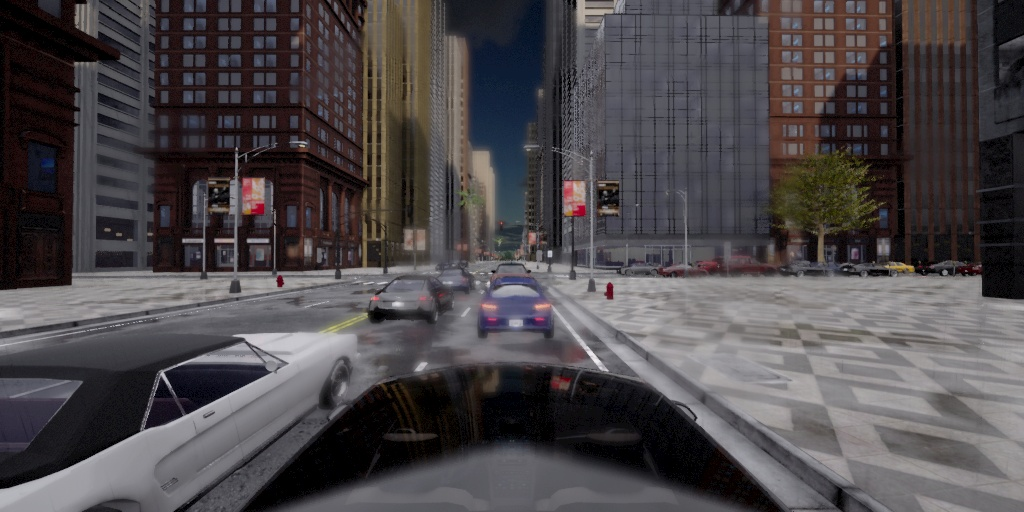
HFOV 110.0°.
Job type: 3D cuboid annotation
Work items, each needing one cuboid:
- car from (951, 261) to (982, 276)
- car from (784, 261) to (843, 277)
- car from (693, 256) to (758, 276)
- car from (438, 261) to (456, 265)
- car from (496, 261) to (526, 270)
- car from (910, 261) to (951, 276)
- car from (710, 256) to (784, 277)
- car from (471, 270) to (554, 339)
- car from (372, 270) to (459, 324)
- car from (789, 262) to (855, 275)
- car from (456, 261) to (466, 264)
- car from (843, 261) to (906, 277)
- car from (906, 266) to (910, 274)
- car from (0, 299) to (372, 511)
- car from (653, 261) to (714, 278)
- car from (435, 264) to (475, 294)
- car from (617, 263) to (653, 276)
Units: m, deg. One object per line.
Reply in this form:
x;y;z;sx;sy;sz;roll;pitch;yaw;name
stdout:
43.445;1.212;32.565;4.507;1.381;1.888;0;0;-1;car
26.533;1.274;32.269;4.313;1.339;1.948;0;0;-1;car
22.516;1.010;37.977;5.566;2.045;2.150;0;-1;-1;car
-9.941;1.544;52.742;1.994;1.385;4.181;0;0;0;car
-0.034;1.135;19.012;2.097;1.767;4.553;0;0;0;car
42.735;1.204;35.178;4.892;1.490;1.837;0;-1;-1;car
20.896;1.040;32.170;5.009;1.841;2.192;0;0;-1;car
0.088;1.284;10.027;1.812;1.442;4.674;0;0;0;car
-3.171;1.327;12.014;1.994;1.385;4.181;0;0;0;car
32.893;1.307;38.146;5.357;1.411;2.033;0;-1;-1;car
-9.937;1.545;63.028;2.128;1.511;4.902;0;0;0;car
32.170;1.259;32.367;4.313;1.339;1.948;0;0;-1;car
43.133;1.294;41.085;4.829;1.417;1.751;0;0;-1;car
-3.156;1.351;3.191;1.895;1.301;4.718;0;0;0;car
15.258;1.326;32.072;4.207;1.307;1.802;0;0;-1;car
-3.187;1.353;20.402;1.994;1.385;4.181;0;0;0;car
13.214;1.384;37.813;4.181;1.385;1.994;0;-1;-1;car
